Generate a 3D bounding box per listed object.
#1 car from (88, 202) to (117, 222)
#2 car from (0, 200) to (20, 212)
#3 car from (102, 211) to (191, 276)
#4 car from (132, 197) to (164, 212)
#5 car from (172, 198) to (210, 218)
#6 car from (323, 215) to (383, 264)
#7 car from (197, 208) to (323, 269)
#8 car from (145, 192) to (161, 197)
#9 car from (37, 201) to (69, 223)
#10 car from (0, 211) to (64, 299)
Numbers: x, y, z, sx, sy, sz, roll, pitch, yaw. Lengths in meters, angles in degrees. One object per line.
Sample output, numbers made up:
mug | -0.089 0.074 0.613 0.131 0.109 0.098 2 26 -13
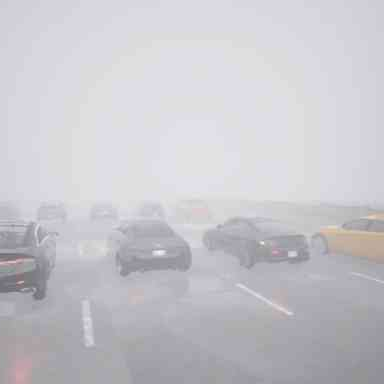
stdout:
car | -6.960 1.455 25.728 1.994 1.385 4.181 0 0 -20
car | -13.929 1.353 24.432 1.882 1.535 5.008 0 0 -20
car | -1.515 1.524 10.422 1.994 1.385 4.181 0 0 -20
car | -3.526 1.403 26.516 1.837 1.490 4.892 0 0 -20
car | -0.111 1.257 27.360 2.097 1.767 4.553 0 0 -20
car | 5.894 1.458 10.481 1.882 1.535 5.008 0 0 -20
car | 1.931 1.493 11.134 1.812 1.442 4.674 0 0 -20
car | -9.216 0.912 79.269 3.866 1.878 1.905 0 0 -20
car | -10.095 1.379 24.101 2.128 1.511 4.902 0 0 -20
car | -4.352 1.452 7.952 2.128 1.511 4.902 0 0 -20
